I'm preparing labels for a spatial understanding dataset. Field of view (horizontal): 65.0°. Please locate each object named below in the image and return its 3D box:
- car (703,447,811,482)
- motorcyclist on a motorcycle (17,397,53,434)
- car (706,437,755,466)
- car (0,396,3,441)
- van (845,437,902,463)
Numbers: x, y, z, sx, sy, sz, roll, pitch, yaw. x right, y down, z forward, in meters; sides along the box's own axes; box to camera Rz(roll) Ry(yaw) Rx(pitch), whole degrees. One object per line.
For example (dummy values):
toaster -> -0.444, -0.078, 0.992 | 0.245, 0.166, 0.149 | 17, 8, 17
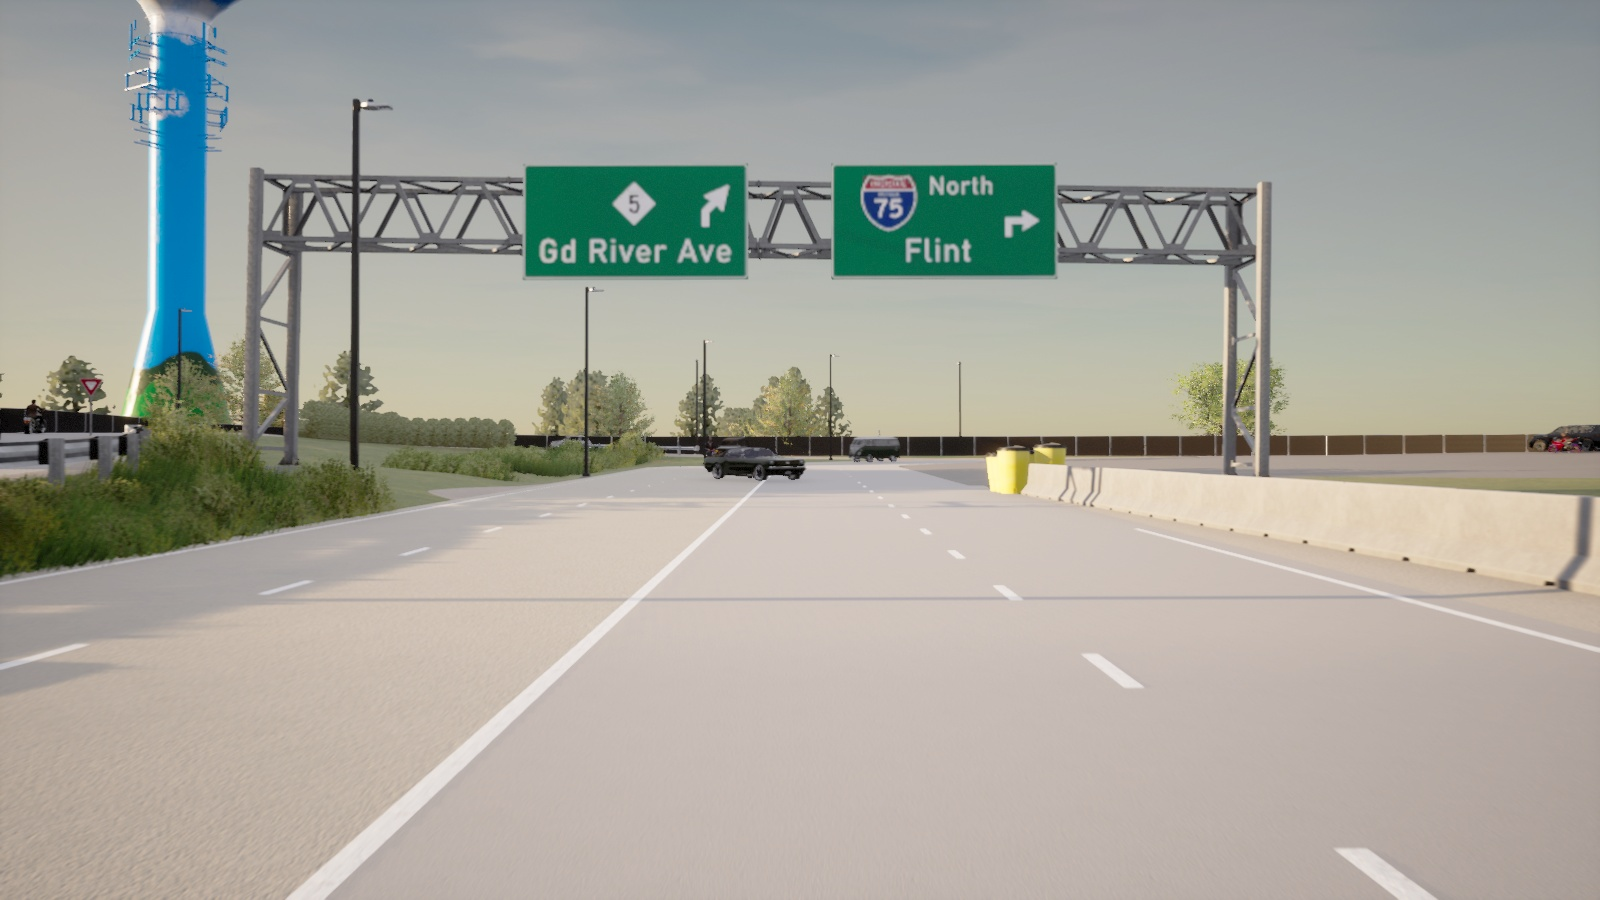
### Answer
car -> -1.776, 0.548, 49.985 | 1.895, 1.301, 4.718 | 0, 0, -38
motorcyclist on a motorcycle -> -35.055, -1.574, 57.563 | 0.766, 1.649, 2.350 | 0, 1, -14
car -> -4.542, 0.101, 82.449 | 1.905, 1.878, 3.866 | 0, 0, 19
car -> -27.820, -1.078, 42.028 | 1.816, 1.474, 4.193 | 0, 2, -34
van -> 5.754, -0.002, 97.994 | 4.442, 1.987, 1.775 | -1, 1, -40
